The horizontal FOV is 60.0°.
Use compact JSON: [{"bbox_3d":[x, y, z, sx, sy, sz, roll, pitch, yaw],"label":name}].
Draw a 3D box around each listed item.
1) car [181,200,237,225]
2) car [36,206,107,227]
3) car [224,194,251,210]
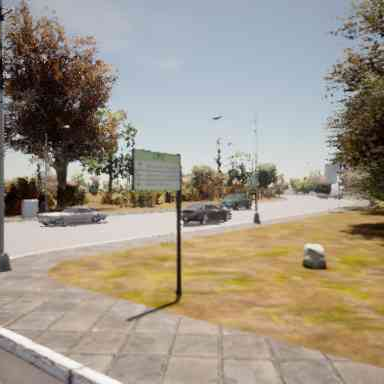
[{"bbox_3d":[1.071,1.576,24.636,1.837,1.490,4.892,0,0,39],"label":"car"},{"bbox_3d":[-8.571,1.707,23.962,1.895,1.301,4.718,0,0,39],"label":"car"},{"bbox_3d":[5.468,1.259,41.821,2.150,2.045,5.566,0,0,37],"label":"car"}]
